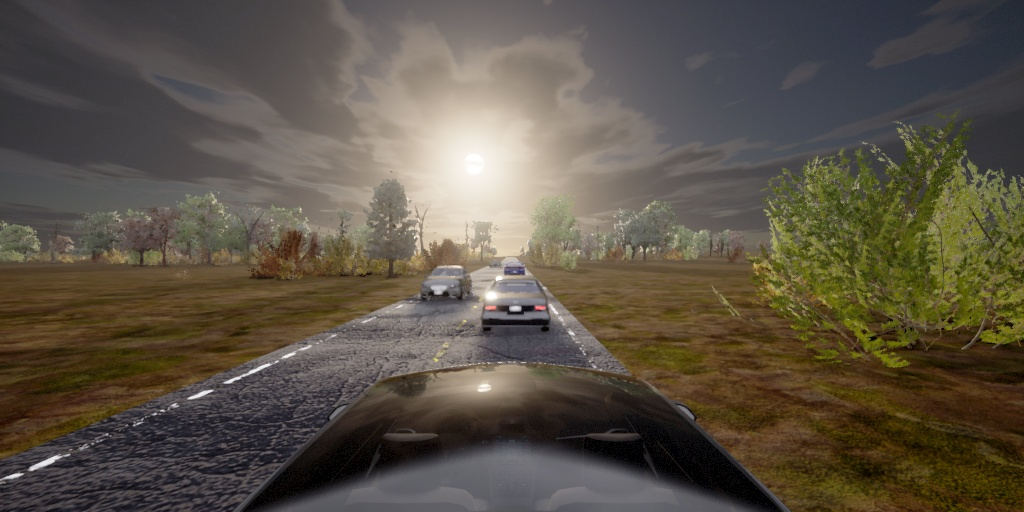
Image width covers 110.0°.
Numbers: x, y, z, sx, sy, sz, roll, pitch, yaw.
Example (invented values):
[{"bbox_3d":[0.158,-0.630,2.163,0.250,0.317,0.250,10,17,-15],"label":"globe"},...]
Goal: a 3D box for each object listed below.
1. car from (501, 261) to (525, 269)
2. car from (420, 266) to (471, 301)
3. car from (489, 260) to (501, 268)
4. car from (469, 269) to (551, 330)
[{"bbox_3d":[0.237,1.220,33.913,1.882,1.535,5.008,0,0,0],"label":"car"},{"bbox_3d":[-3.034,1.241,17.296,2.128,1.511,4.902,0,0,0],"label":"car"},{"bbox_3d":[-2.746,1.327,61.071,1.994,1.385,4.181,0,0,0],"label":"car"},{"bbox_3d":[0.127,1.298,11.043,2.033,1.411,5.357,0,0,1],"label":"car"}]
